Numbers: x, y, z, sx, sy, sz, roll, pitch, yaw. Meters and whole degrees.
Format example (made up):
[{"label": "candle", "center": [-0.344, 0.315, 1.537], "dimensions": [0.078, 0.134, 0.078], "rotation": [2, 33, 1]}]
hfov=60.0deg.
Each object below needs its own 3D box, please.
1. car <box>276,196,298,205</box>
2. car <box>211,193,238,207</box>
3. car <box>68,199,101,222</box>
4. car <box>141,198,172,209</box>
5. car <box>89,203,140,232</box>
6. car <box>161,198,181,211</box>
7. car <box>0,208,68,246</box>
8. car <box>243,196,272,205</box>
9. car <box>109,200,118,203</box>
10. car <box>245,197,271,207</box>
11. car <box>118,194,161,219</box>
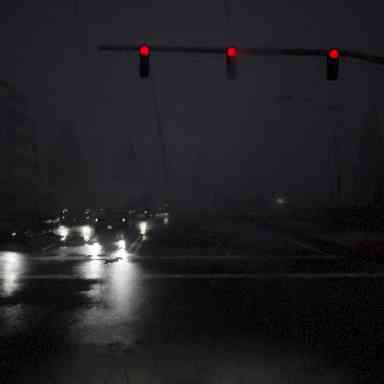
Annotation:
[{"label": "car", "center": [16.489, 1.490, 57.546], "dimensions": [4.674, 1.442, 1.812], "rotation": [0, 0, -38]}, {"label": "car", "center": [4.798, 1.188, 49.280], "dimensions": [2.150, 2.045, 5.566], "rotation": [0, 0, 32]}, {"label": "car", "center": [-8.044, 1.332, 24.914], "dimensions": [2.097, 1.767, 4.553], "rotation": [0, 0, -1]}, {"label": "car", "center": [-4.723, 1.514, 45.442], "dimensions": [2.033, 1.411, 5.357], "rotation": [0, 0, 21]}, {"label": "car", "center": [-4.492, 1.585, 19.993], "dimensions": [1.895, 1.301, 4.718], "rotation": [0, 0, -3]}, {"label": "car", "center": [-2.947, 1.572, 39.586], "dimensions": [1.895, 1.301, 4.718], "rotation": [0, 0, 16]}, {"label": "car", "center": [-7.758, 1.534, 15.443], "dimensions": [2.033, 1.411, 5.357], "rotation": [0, 0, -3]}, {"label": "car", "center": [11.415, 1.510, 57.696], "dimensions": [5.357, 1.411, 2.033], "rotation": [0, 0, -41]}, {"label": "car", "center": [-7.698, 1.520, 34.849], "dimensions": [2.033, 1.411, 5.357], "rotation": [0, 0, 9]}, {"label": "car", "center": [9.885, 1.568, 50.158], "dimensions": [1.895, 1.301, 4.718], "rotation": [0, 0, 35]}, {"label": "car", "center": [-4.537, 1.199, 29.696], "dimensions": [2.150, 2.045, 5.566], "rotation": [0, 0, 3]}]
